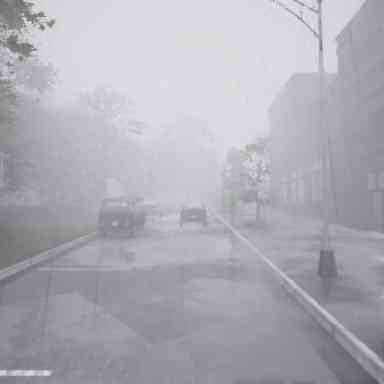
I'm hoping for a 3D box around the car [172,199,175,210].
[{"bbox_3d":[-3.401,1.312,35.193,2.185,1.767,4.553,-1,1,2],"label":"car"}]

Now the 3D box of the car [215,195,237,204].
[{"bbox_3d":[6.852,1.566,67.190,2.097,1.535,5.008,-3,-4,36],"label":"car"}]

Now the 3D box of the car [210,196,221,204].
[{"bbox_3d":[3.413,1.502,62.444,2.231,1.521,4.892,-2,-1,29],"label":"car"}]

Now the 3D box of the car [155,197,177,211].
[{"bbox_3d":[-3.160,1.414,40.895,2.097,1.535,5.008,0,0,2],"label":"car"}]

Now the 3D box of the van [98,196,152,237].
[{"bbox_3d":[-3.626,1.263,18.231,1.878,1.987,4.442,1,0,2],"label":"van"}]

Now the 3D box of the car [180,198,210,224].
[{"bbox_3d":[0.101,1.467,24.539,1.882,1.535,5.008,0,0,0],"label":"car"}]

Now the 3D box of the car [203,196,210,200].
[{"bbox_3d":[0.760,1.432,42.673,2.033,1.411,5.357,-1,0,7],"label":"car"}]

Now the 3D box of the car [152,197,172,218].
[{"bbox_3d":[-3.403,1.464,29.484,2.231,1.521,4.892,0,0,2],"label":"car"}]
